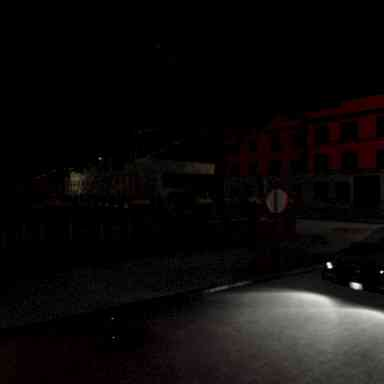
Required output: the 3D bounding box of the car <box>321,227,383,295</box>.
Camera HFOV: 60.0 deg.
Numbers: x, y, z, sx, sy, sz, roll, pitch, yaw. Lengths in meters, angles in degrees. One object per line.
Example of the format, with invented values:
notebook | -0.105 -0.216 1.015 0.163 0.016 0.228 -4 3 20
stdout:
car | 5.572 1.565 8.454 5.357 1.411 2.033 0 0 -35
